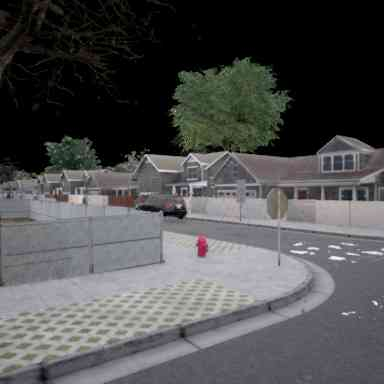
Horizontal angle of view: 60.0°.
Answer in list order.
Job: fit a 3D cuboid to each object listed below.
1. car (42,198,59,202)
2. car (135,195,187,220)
[{"bbox_3d":[-19.766,1.517,46.179,1.882,1.535,5.008,0,0,-36],"label":"car"},{"bbox_3d":[-2.669,1.262,27.665,2.150,2.045,5.566,0,0,-38],"label":"car"}]
